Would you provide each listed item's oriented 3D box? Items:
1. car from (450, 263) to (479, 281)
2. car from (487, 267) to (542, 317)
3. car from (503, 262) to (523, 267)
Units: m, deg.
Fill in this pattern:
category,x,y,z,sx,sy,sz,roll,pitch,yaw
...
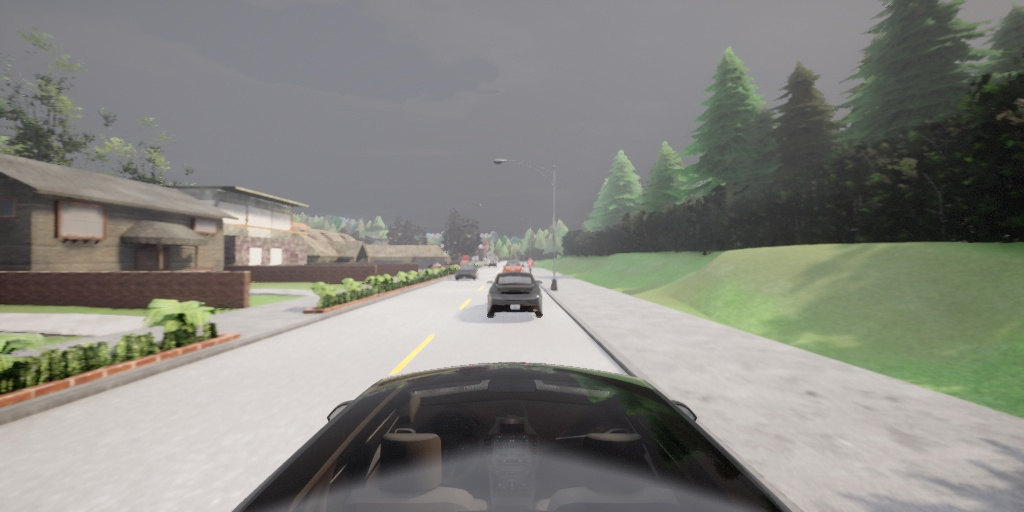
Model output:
category,x,y,z,sx,sy,sz,roll,pitch,yaw
car,-4.102,1.539,33.535,2.033,1.411,5.357,0,0,0
car,0.099,1.347,13.633,1.837,1.490,4.892,0,0,0
car,0.094,1.374,37.566,2.097,1.767,4.553,0,-1,0
